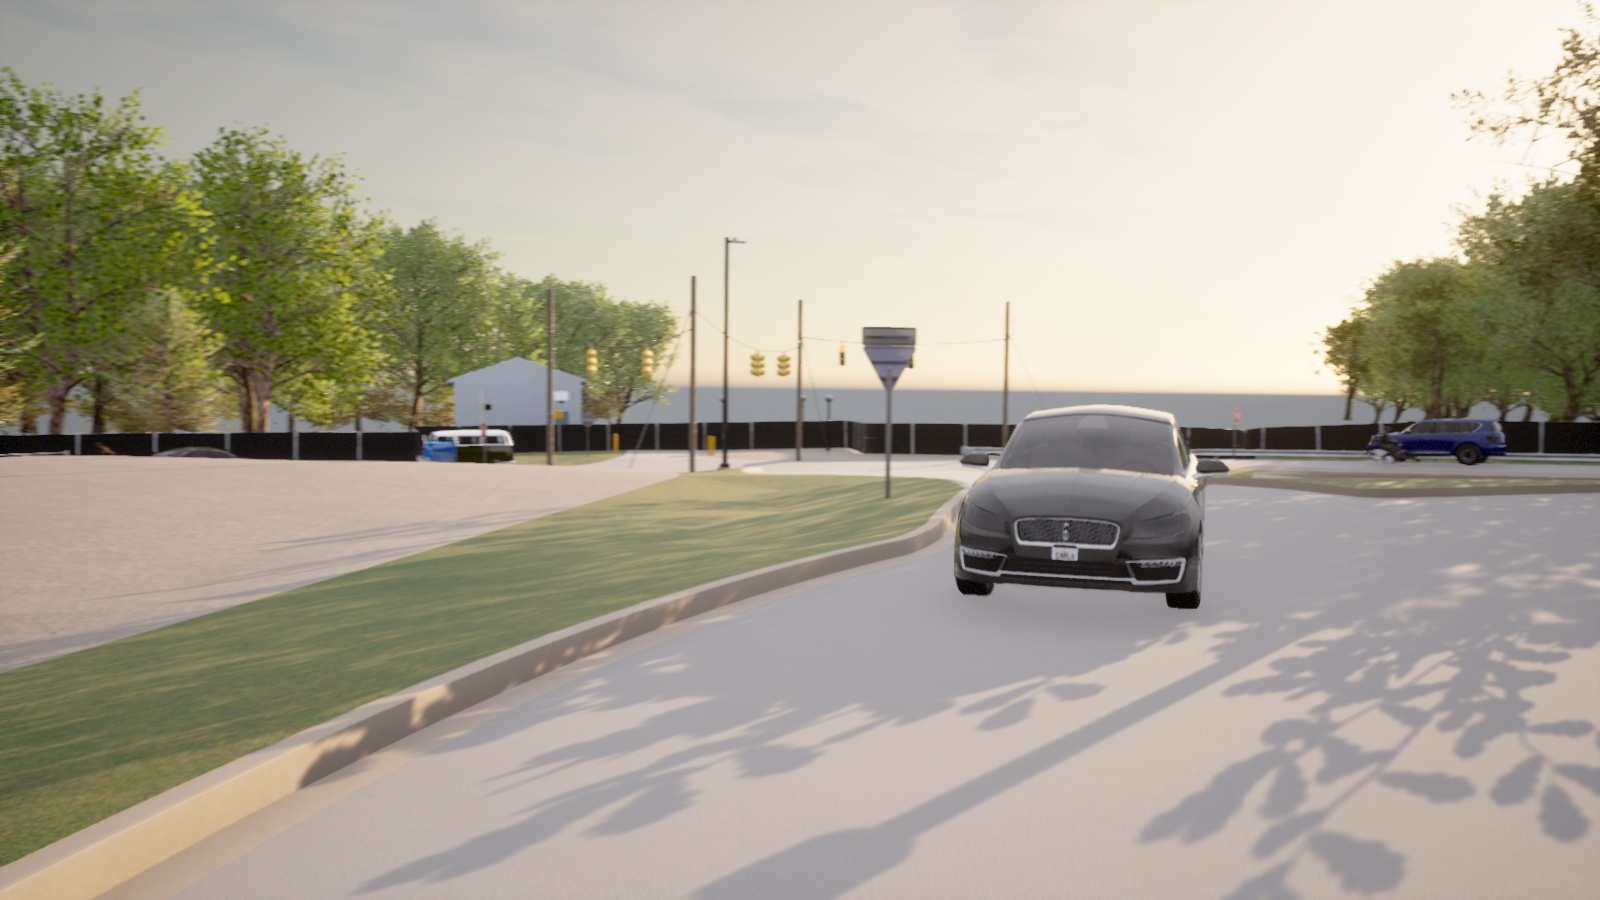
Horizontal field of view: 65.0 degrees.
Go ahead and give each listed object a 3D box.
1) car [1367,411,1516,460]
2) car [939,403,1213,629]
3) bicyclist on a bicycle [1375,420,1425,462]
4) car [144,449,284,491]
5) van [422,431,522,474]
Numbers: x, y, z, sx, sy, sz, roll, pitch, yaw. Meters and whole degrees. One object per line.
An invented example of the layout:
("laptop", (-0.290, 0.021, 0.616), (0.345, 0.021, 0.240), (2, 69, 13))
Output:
("car", (28.540, -0.662, 55.988), (5.566, 2.045, 2.150), (1, 3, 39))
("car", (2.684, 0.357, 11.235), (1.837, 1.490, 4.892), (1, 3, 19))
("bicyclist on a bicycle", (25.696, -0.384, 53.772), (1.843, 1.776, 0.659), (0, 2, 38))
("car", (-24.108, 0.783, 51.839), (1.837, 1.490, 4.892), (3, 3, 42))
("van", (-16.418, 0.100, 62.817), (4.480, 2.038, 2.069), (-1, 3, -27))
